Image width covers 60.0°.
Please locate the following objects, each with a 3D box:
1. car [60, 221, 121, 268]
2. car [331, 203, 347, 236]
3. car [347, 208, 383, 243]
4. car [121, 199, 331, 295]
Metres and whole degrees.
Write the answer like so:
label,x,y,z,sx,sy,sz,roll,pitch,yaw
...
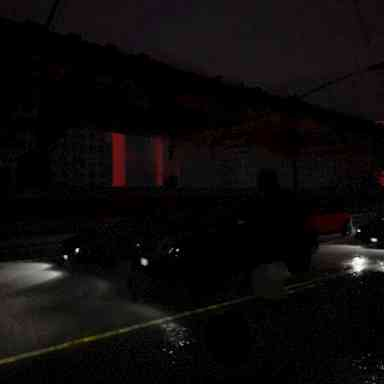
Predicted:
label,x,y,z,sx,sy,sz,roll,pitch,yaw
car,-1.584,1.549,11.449,5.357,1.411,2.033,0,0,-35
car,6.099,1.355,16.871,4.553,1.767,2.097,0,0,-35
car,9.544,1.551,15.012,5.357,1.411,2.033,0,0,-35
car,1.169,1.223,9.118,5.566,2.045,2.150,0,0,-36
